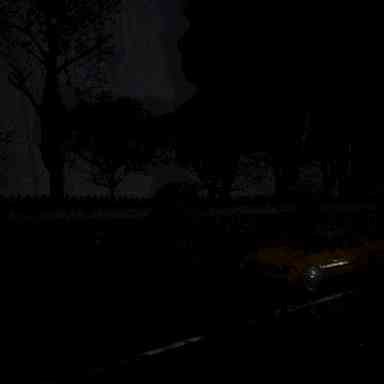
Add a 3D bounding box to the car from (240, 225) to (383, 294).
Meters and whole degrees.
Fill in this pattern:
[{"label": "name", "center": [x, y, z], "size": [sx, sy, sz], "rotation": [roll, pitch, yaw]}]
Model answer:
[{"label": "car", "center": [3.425, 1.596, 9.004], "size": [4.829, 1.417, 1.752], "rotation": [1, -1, -35]}]
